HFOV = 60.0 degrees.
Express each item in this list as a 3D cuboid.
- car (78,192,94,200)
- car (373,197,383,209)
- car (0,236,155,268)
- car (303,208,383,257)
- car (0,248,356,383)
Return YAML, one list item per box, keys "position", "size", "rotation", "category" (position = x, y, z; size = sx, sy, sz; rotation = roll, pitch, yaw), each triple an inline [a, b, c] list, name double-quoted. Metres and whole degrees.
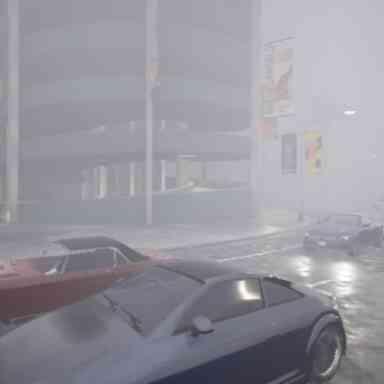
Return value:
- position: [-18.283, 1.082, 58.547]
  size: [2.435, 2.045, 5.566]
  rotation: [0, 0, -36]
  category: "car"
- position: [22.493, 1.351, 37.026]
  size: [2.150, 2.045, 5.566]
  rotation: [0, 0, 0]
  category: "car"
- position: [-2.449, 1.605, 6.496]
  size: [4.718, 1.301, 1.895]
  rotation: [0, 0, -35]
  category: "car"
- position: [6.232, 1.567, 13.389]
  size: [1.812, 1.442, 4.674]
  rotation: [0, 0, 45]
  category: "car"
- position: [-0.078, 1.570, 3.886]
  size: [4.181, 1.385, 1.994]
  rotation: [0, 0, -35]
  category: "car"
